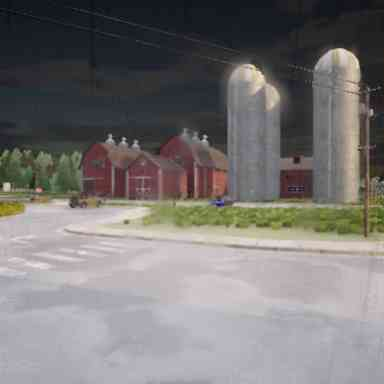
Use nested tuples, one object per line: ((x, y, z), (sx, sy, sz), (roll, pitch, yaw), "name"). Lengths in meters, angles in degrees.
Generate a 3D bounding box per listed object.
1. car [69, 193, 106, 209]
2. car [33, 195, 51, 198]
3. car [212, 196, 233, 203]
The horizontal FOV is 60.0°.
((-13.896, 1.205, 43.688), (1.932, 1.855, 4.605), (0, 0, 27), "car")
((-29.465, 1.262, 65.573), (1.816, 1.474, 4.193), (0, 0, 27), "car")
((4.549, 1.436, 49.332), (2.242, 1.667, 4.611), (0, 0, 27), "car")
